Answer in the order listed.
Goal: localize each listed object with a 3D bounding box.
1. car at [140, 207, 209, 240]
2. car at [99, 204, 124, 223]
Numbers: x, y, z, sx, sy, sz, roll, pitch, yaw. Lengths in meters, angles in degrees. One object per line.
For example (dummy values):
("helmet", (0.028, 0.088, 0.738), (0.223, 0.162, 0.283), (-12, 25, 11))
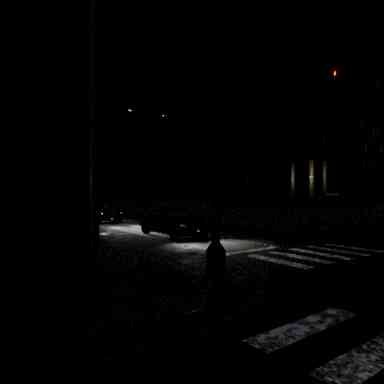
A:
("car", (-1.066, 1.530, 17.339), (1.812, 1.442, 4.674), (0, 0, -36))
("car", (-6.993, 1.608, 25.548), (1.895, 1.301, 4.718), (0, 0, -36))
